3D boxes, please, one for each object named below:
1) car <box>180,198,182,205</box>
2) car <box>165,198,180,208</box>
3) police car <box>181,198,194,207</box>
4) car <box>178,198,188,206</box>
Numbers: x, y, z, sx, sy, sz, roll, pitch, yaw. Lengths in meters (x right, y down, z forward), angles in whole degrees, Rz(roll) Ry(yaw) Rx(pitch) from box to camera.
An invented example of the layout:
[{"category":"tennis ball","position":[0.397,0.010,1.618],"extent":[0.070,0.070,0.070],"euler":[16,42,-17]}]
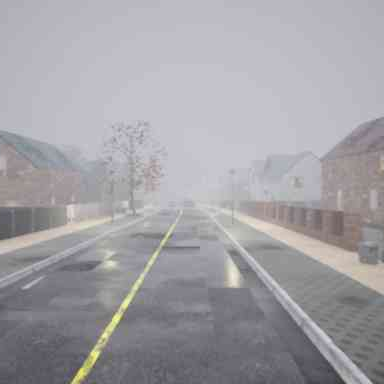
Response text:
[{"category":"car","position":[-1.666,2.658,80.357],"extent":[1.812,1.442,4.674],"euler":[0,-1,-7]},{"category":"car","position":[-4.039,2.431,67.956],"extent":[1.837,1.490,4.892],"euler":[0,-1,-5]},{"category":"police car","position":[-0.664,2.358,70.456],"extent":[1.930,1.638,5.238],"euler":[0,-1,-5]},{"category":"car","position":[-2.404,2.486,86.386],"extent":[2.150,2.045,5.566],"euler":[0,-1,-7]}]
